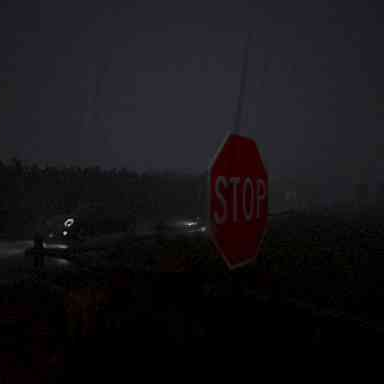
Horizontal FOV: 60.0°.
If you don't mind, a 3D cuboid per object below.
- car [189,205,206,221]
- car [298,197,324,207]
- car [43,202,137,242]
[{"bbox_3d":[1.974,1.531,26.271,2.033,1.411,5.357,0,0,36],"label":"car"},{"bbox_3d":[16.300,1.330,45.882,2.033,1.411,5.357,0,1,-1],"label":"car"},{"bbox_3d":[-4.954,1.347,16.599,2.097,1.767,4.553,0,0,36],"label":"car"}]
